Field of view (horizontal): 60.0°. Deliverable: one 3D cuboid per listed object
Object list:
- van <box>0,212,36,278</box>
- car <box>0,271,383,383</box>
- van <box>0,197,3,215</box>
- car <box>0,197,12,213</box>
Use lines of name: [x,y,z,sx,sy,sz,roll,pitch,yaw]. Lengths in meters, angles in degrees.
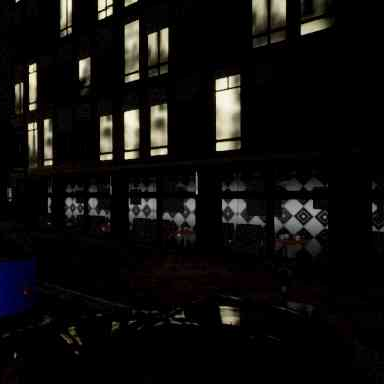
van: [-4.522,1.342,6.062,3.998,1.788,1.690,0,0,35]
car: [0.110,1.582,2.759,4.206,1.307,1.802,0,0,35]
van: [-21.251,1.425,33.020,1.690,1.788,3.998,-1,-1,35]
car: [-14.414,1.358,28.174,2.192,1.841,5.009,-1,-1,35]
